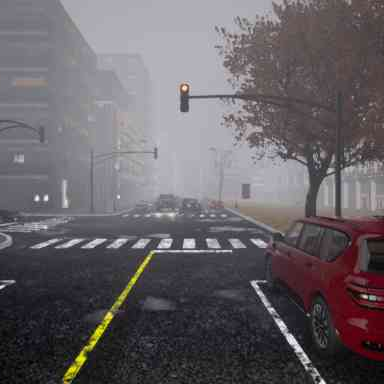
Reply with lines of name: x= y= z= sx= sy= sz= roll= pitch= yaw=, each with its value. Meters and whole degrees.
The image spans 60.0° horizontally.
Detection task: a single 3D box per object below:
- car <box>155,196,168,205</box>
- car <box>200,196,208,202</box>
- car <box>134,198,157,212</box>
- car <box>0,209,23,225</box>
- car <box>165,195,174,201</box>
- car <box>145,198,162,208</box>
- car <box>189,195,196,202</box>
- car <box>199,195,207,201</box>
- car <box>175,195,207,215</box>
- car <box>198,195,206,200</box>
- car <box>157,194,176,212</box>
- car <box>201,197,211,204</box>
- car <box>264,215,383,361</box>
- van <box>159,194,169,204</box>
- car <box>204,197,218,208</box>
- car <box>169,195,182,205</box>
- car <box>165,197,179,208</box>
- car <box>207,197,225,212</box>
car: x=-5.581 y=1.469 z=60.446 sx=1.967 sy=1.590 sz=4.097 roll=0 pitch=0 yaw=0
car: x=2.830 y=1.575 z=77.199 sx=1.752 sy=1.417 sz=4.829 roll=0 pitch=0 yaw=0
car: x=-5.620 y=1.559 z=38.315 sx=2.008 sy=1.369 sz=4.403 roll=0 pitch=0 yaw=0
car: x=-13.730 y=1.430 z=21.681 sx=4.718 sy=1.301 sz=1.895 roll=1 pitch=0 yaw=-3
car: x=-5.541 y=1.498 z=82.577 sx=1.967 sy=1.590 sz=4.097 roll=0 pitch=0 yaw=0
car: x=-5.601 y=1.568 z=49.381 sx=2.008 sy=1.369 sz=4.403 roll=0 pitch=0 yaw=0
car: x=0.145 y=1.578 z=79.830 sx=1.812 sy=1.442 sz=4.674 roll=0 pitch=0 yaw=0
car: x=2.849 y=1.611 z=88.094 sx=1.887 sy=1.381 sz=4.507 roll=0 pitch=0 yaw=0
car: x=-0.029 y=1.357 z=33.571 sx=2.097 sy=1.767 sz=4.553 roll=0 pitch=0 yaw=7
car: x=2.859 y=1.627 z=93.627 sx=2.008 sy=1.369 sz=4.403 roll=0 pitch=0 yaw=0
car: x=-3.020 y=1.231 z=40.061 sx=2.150 sy=2.045 sz=5.566 roll=0 pitch=0 yaw=0
car: x=2.810 y=1.618 z=65.963 sx=1.802 sy=1.307 sz=4.206 roll=0 pitch=0 yaw=0
car: x=2.702 y=1.314 z=5.912 sx=2.192 sy=1.841 sz=5.009 roll=0 pitch=0 yaw=0
van: x=-5.571 y=1.377 z=65.979 sx=1.690 sy=1.788 sz=3.998 roll=0 pitch=0 yaw=0
car: x=2.780 y=1.543 z=49.535 sx=1.752 sy=1.417 sz=4.829 roll=0 pitch=0 yaw=0
car: x=-2.960 y=1.381 z=60.227 sx=2.097 sy=1.767 sz=4.553 roll=0 pitch=0 yaw=1
car: x=-2.993 y=1.523 z=50.079 sx=1.837 sy=1.490 sz=4.892 roll=0 pitch=0 yaw=0
car: x=2.760 y=1.553 z=38.300 sx=1.887 sy=1.381 sz=4.507 roll=0 pitch=0 yaw=0
